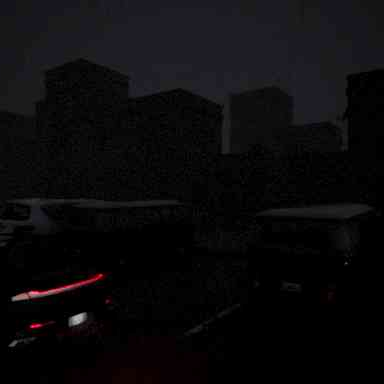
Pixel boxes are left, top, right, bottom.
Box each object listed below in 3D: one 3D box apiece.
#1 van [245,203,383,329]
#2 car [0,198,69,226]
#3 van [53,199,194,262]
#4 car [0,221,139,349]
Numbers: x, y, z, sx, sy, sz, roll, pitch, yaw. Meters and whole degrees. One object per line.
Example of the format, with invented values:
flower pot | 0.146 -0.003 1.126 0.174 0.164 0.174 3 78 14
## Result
van | 2.843 1.253 7.069 1.878 1.987 4.442 0 0 35
car | -3.943 1.237 11.799 2.435 2.045 5.566 0 0 35
van | -1.646 1.259 10.269 1.878 1.987 4.442 0 0 35
car | -3.506 1.495 5.877 4.902 1.511 2.128 0 0 35
